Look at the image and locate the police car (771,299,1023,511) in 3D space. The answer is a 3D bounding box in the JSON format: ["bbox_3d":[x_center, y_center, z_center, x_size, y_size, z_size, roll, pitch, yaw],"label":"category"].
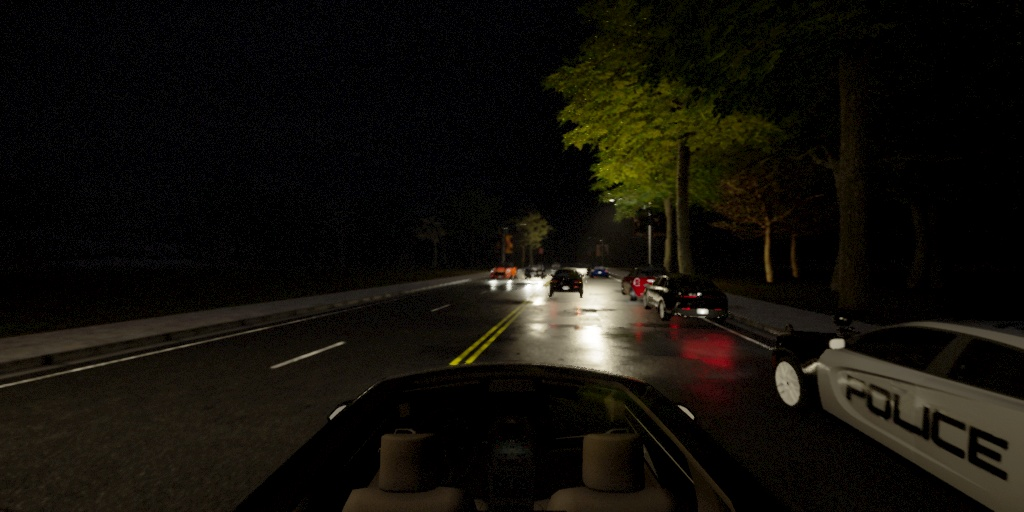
[{"bbox_3d":[4.325,1.213,3.163,1.930,1.638,5.238,0,-1,10],"label":"police car"}]

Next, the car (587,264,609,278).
[{"bbox_3d":[9.946,1.807,41.105,1.994,1.385,4.181,0,-1,10],"label":"car"}]

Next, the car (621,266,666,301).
[{"bbox_3d":[7.027,1.324,18.791,2.097,1.767,4.553,0,-1,10],"label":"car"}]

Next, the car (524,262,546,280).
[{"bbox_3d":[2.431,1.642,36.655,2.128,1.511,4.902,0,-1,10],"label":"car"}]

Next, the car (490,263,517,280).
[{"bbox_3d":[-0.802,1.489,37.035,2.097,1.767,4.553,0,-1,10],"label":"car"}]

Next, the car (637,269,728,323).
[{"bbox_3d":[6.009,1.408,12.908,1.837,1.490,4.892,0,-1,10],"label":"car"}]

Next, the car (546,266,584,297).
[{"bbox_3d":[3.170,1.500,20.773,1.812,1.442,4.674,0,-1,10],"label":"car"}]
